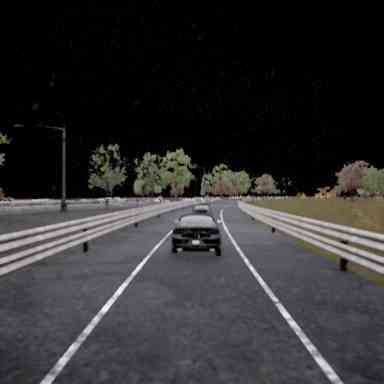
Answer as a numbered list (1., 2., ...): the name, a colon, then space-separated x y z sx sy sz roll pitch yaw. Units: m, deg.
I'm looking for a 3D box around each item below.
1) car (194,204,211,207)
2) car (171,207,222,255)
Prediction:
1. car: 0.894 1.814 28.345 1.837 1.490 4.892 0 0 4
2. car: 0.239 1.632 14.174 1.882 1.535 5.008 0 0 2
